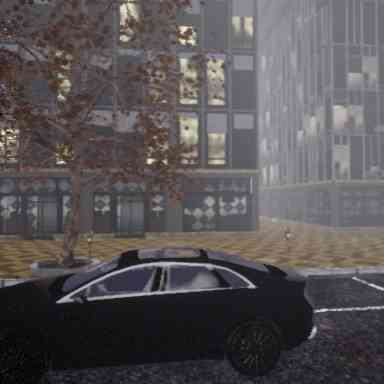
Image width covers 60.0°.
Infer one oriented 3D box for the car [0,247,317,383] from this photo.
[{"bbox_3d":[-0.696,1.619,4.931,4.902,1.511,2.128,0,-1,-7],"label":"car"}]
